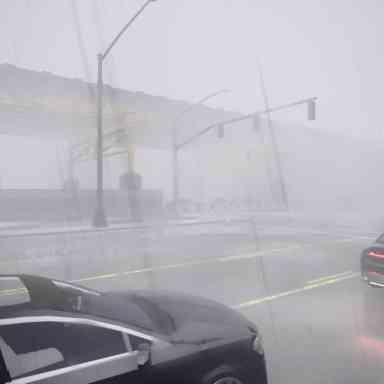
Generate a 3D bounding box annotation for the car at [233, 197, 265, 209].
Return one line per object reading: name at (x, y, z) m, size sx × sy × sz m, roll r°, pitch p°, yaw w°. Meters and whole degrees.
car at (7.123, 1.295, 44.482) m, size 4.536 × 1.218 × 1.853 m, roll 0°, pitch 0°, yaw -7°

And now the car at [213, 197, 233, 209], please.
car at (3.256, 1.453, 40.738) m, size 2.038 × 1.542 × 4.974 m, roll 0°, pitch 0°, yaw 18°

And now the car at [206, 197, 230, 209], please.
car at (3.272, 1.295, 40.787) m, size 1.853 × 1.218 × 4.536 m, roll 0°, pitch 0°, yaw 18°

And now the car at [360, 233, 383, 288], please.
car at (5.958, 1.505, 7.995) m, size 4.892 × 1.490 × 1.837 m, roll 0°, pitch 0°, yaw -35°

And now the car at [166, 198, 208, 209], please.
car at (-0.546, 1.295, 38.068) m, size 4.536 × 1.218 × 1.853 m, roll 0°, pitch 0°, yaw 8°

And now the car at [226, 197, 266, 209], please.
car at (7.175, 1.453, 44.489) m, size 4.974 × 1.542 × 2.038 m, roll 0°, pitch 0°, yaw -7°

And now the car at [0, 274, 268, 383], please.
car at (-1.469, 1.491, 2.707) m, size 4.902 × 1.511 × 2.128 m, roll 0°, pitch 0°, yaw -35°

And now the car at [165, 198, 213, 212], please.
car at (-0.495, 1.453, 38.061) m, size 4.974 × 1.542 × 2.038 m, roll 0°, pitch 0°, yaw 8°
